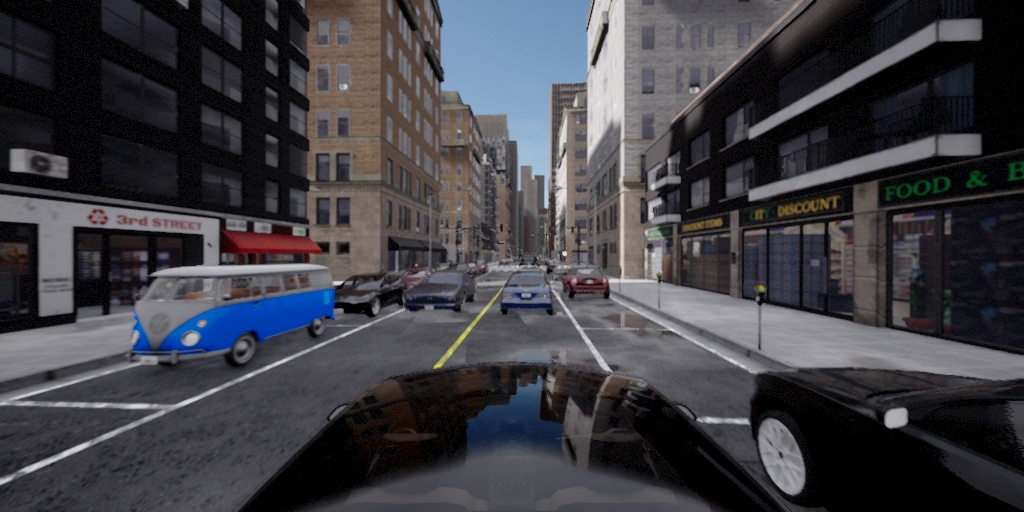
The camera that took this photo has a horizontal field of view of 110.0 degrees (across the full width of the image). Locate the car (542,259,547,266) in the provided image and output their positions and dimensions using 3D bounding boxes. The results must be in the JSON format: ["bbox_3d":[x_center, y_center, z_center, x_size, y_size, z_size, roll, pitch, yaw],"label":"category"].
[{"bbox_3d":[4.728,1.300,40.121,1.948,1.339,4.313,0,0,3],"label":"car"}]

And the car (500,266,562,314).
[{"bbox_3d":[0.626,1.288,13.758,2.033,1.411,5.357,0,0,4],"label":"car"}]

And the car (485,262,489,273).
[{"bbox_3d":[-3.787,1.158,40.551,1.967,1.591,4.097,0,0,3],"label":"car"}]

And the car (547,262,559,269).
[{"bbox_3d":[4.174,1.289,29.133,2.007,1.370,4.403,0,0,3],"label":"car"}]

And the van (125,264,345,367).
[{"bbox_3d":[-5.449,1.076,7.585,1.690,1.789,3.998,0,0,3],"label":"van"}]

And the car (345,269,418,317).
[{"bbox_3d":[-5.172,1.297,13.079,1.948,1.339,4.313,0,0,3],"label":"car"}]

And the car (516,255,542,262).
[{"bbox_3d":[1.823,0.951,39.006,2.150,2.045,5.566,0,0,2],"label":"car"}]

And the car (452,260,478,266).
[{"bbox_3d":[-4.341,1.288,29.562,1.948,1.339,4.313,0,0,3],"label":"car"}]

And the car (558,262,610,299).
[{"bbox_3d":[3.620,1.184,18.144,1.967,1.591,4.097,0,0,3],"label":"car"}]

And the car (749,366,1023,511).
[{"bbox_3d":[3.055,1.233,1.320,1.882,1.535,5.008,0,0,3],"label":"car"}]

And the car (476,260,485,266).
[{"bbox_3d":[-4.064,1.302,35.056,1.802,1.307,4.207,0,0,3],"label":"car"}]

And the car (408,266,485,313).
[{"bbox_3d":[-2.545,1.282,14.201,2.033,1.411,5.357,0,0,3],"label":"car"}]

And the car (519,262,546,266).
[{"bbox_3d":[1.283,1.336,26.474,1.895,1.301,4.718,0,0,3],"label":"car"}]
